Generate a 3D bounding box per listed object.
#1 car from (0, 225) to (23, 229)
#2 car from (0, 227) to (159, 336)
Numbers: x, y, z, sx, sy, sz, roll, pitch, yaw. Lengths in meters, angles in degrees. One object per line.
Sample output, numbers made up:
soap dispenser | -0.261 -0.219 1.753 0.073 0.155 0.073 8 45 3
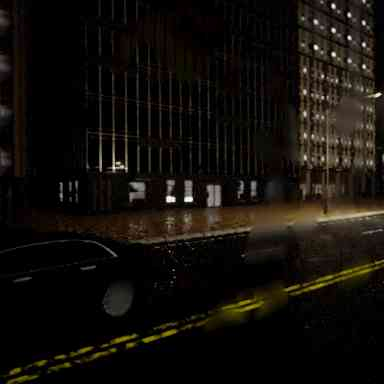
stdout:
car | -4.941 1.549 8.143 4.181 1.385 1.994 -2 1 -35
car | -2.926 1.485 5.588 4.892 1.490 1.837 -2 1 -35
